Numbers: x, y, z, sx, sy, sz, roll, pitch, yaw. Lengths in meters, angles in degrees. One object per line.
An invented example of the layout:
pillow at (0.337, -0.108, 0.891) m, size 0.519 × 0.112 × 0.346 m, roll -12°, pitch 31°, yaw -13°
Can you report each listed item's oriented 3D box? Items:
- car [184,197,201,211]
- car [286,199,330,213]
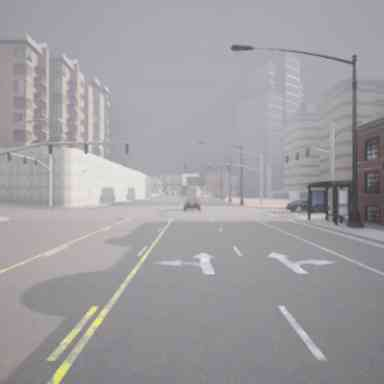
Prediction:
car at (0.032, 1.405, 42.181) m, size 2.097 × 1.767 × 4.553 m, roll 0°, pitch 0°, yaw 0°
car at (12.935, 1.551, 36.966) m, size 4.892 × 1.490 × 1.837 m, roll -1°, pitch 0°, yaw -2°
